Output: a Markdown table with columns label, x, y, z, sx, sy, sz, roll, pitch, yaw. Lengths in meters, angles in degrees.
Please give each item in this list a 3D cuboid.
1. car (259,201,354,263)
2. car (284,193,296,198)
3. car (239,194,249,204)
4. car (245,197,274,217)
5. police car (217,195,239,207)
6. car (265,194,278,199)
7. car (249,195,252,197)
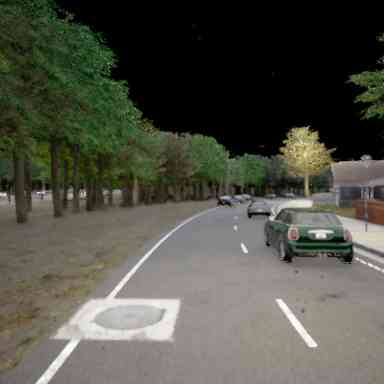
| label | x | y | z | sx | sy | sz | roll | pitch | yaw |
| --- | --- | --- | --- | --- | --- | --- | --- | --- | --- |
| car | 3.914 | 1.307 | 11.942 | 2.097 | 1.767 | 4.553 | 0 | 0 | 3 |
| car | 26.814 | 0.913 | 90.956 | 1.994 | 1.385 | 4.181 | 0 | 0 | 35 |
| car | 7.764 | 1.237 | 55.326 | 1.812 | 1.442 | 4.674 | 0 | 0 | 19 |
| car | 5.883 | 1.453 | 29.264 | 1.994 | 1.385 | 4.181 | 0 | 0 | 10 |
| police car | 4.792 | 1.204 | 45.941 | 1.930 | 1.638 | 5.238 | 0 | 0 | 16 |
| car | 18.419 | 1.061 | 77.029 | 1.895 | 1.301 | 4.718 | 0 | 0 | 28 |
| car | 9.855 | 1.148 | 60.920 | 1.882 | 1.535 | 5.008 | 0 | 0 | 22 |
